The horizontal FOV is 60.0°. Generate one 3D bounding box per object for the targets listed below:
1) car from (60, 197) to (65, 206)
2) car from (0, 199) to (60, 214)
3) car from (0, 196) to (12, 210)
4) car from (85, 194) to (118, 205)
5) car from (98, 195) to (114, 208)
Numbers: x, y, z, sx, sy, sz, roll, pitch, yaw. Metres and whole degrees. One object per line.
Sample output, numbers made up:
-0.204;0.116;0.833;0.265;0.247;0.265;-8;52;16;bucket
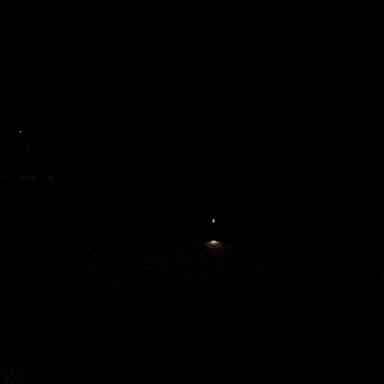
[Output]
-16.251;1.130;44.569;2.008;1.369;4.403;2;2;35;car
-15.240;1.340;31.292;2.008;1.369;4.403;2;2;35;car
-22.385;1.231;35.954;1.752;1.417;4.829;2;2;35;car
-13.235;1.081;48.807;1.947;1.339;4.313;2;2;35;car
-9.002;1.243;40.054;1.802;1.307;4.206;2;2;35;car
